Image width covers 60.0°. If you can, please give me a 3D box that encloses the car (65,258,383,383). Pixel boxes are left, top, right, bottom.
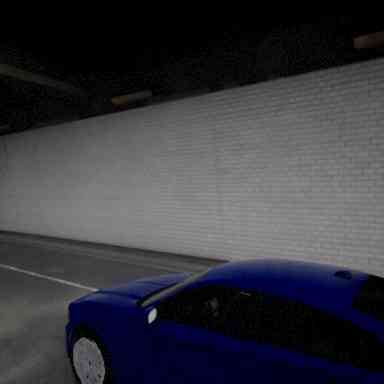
[{"bbox_3d":[0.697,1.478,3.494,5.008,1.535,1.882,0,0,35],"label":"car"}]
